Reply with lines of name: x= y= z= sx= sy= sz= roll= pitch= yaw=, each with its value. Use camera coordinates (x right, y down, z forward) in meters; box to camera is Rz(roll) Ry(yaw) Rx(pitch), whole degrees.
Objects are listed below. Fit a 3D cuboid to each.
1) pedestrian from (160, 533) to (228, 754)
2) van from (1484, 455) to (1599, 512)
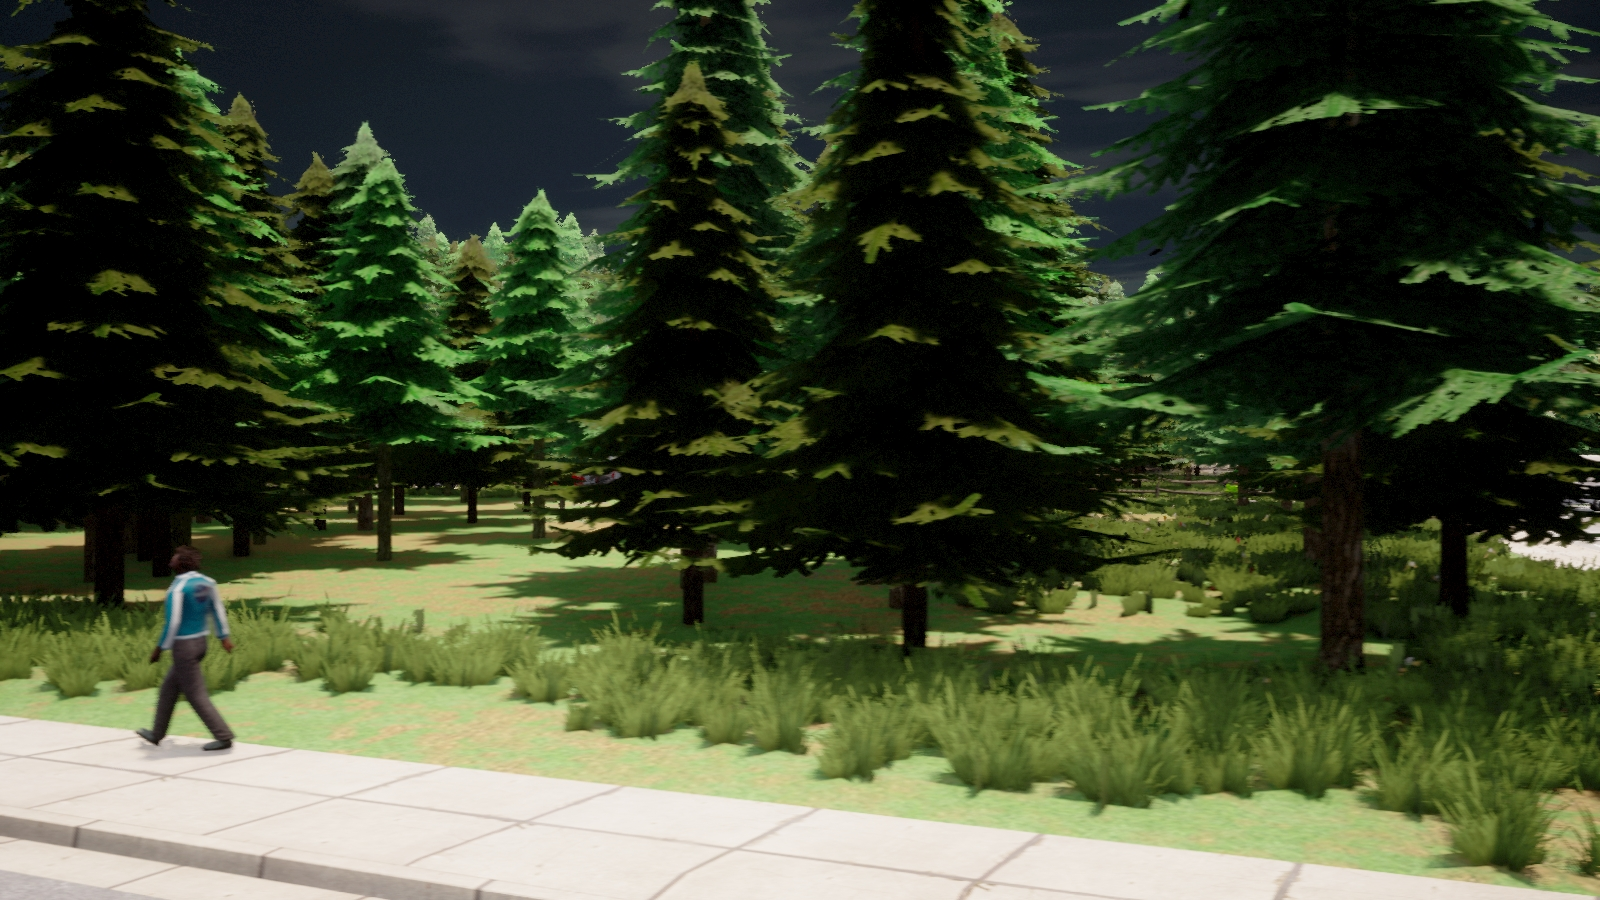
pedestrian: x=-5.293 y=1.670 z=9.988 sx=0.375 sy=1.860 sz=0.375 roll=0 pitch=0 yaw=10
van: x=34.808 y=1.516 z=52.846 sx=5.915 sy=2.561 sz=1.988 roll=0 pitch=-1 yaw=-18
